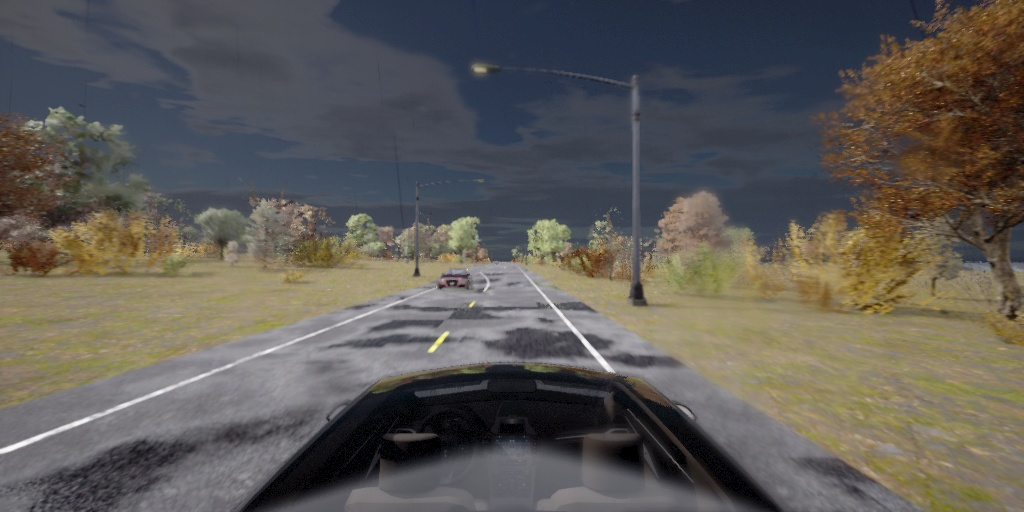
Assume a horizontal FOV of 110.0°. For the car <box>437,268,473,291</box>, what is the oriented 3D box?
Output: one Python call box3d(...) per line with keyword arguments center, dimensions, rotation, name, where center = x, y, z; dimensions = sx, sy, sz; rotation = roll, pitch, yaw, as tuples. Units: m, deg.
box3d(center=(-3.713, 1.519, 24.008), dimensions=(1.994, 1.385, 4.181), rotation=(0, -1, -1), name="car")
